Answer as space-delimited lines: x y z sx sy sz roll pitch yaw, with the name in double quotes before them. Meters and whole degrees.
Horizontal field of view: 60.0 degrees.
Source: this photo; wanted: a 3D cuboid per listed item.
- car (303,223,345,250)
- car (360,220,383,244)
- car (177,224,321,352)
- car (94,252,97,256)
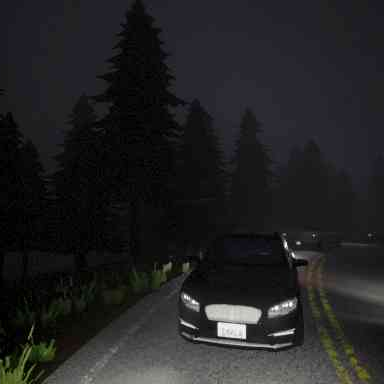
"car" 6.516 2.309 17.712 1.895 1.301 4.718 -3 -6 39
"car" 15.867 3.226 26.461 5.566 2.045 2.150 8 -8 -28
"car" 1.137 1.562 6.611 2.128 1.511 4.902 -1 -2 15
"car" -20.230 13.650 72.990 4.181 1.381 1.994 -2 -5 31
